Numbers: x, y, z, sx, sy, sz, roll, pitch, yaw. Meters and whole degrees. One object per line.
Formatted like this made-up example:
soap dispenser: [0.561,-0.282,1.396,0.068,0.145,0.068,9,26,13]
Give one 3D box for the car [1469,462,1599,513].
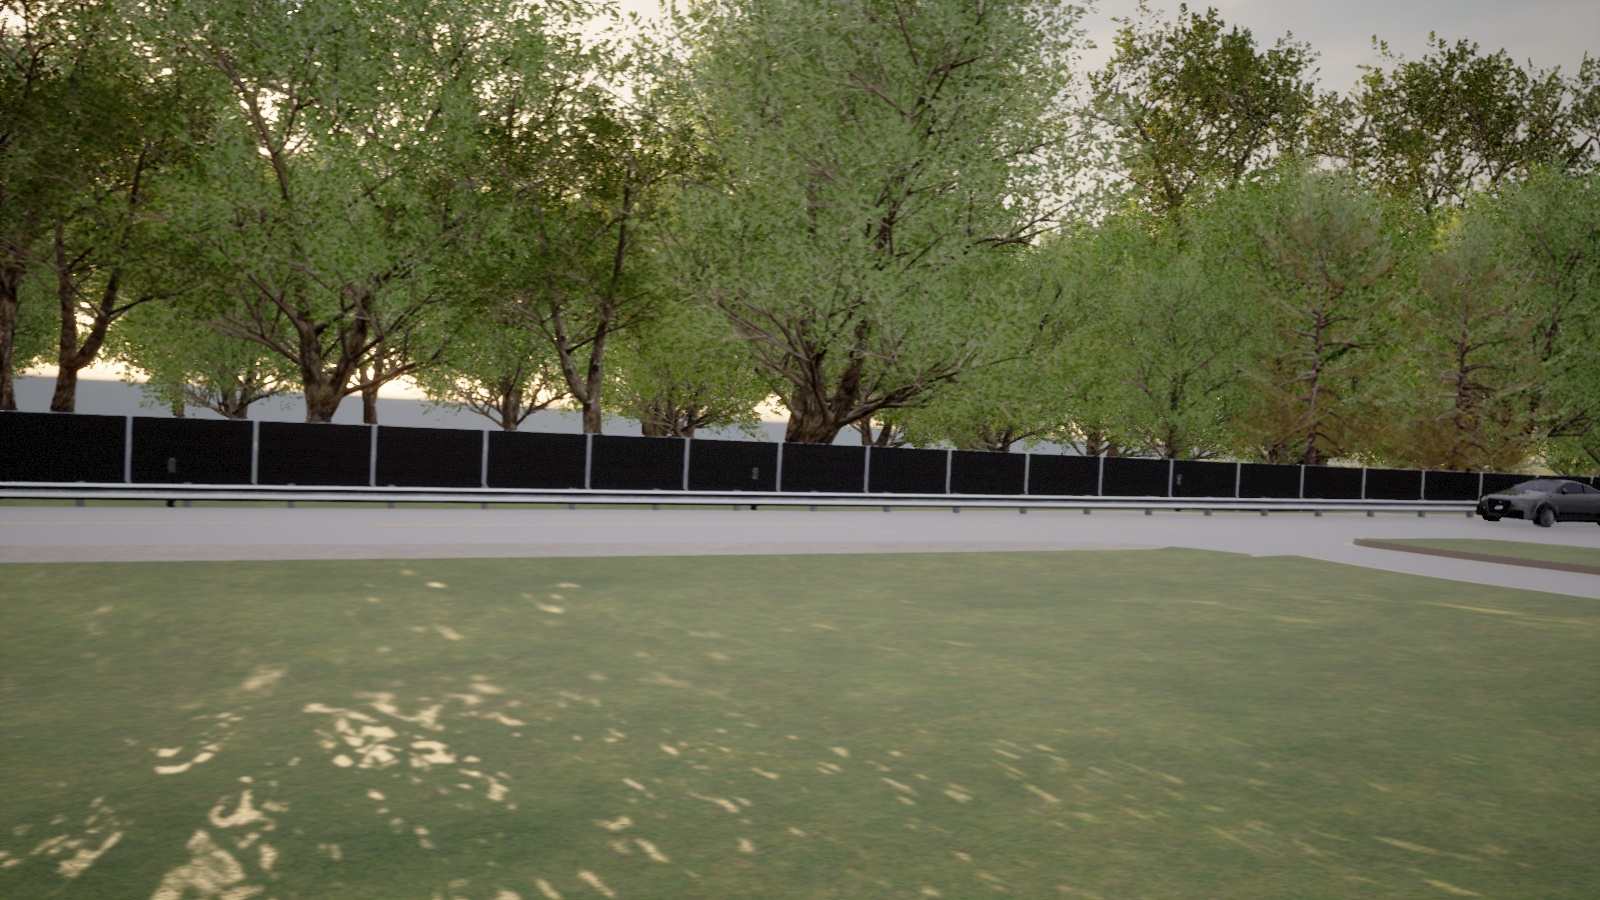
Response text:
car: [22.677,1.098,37.978,4.181,1.385,1.994,0,2,-20]
